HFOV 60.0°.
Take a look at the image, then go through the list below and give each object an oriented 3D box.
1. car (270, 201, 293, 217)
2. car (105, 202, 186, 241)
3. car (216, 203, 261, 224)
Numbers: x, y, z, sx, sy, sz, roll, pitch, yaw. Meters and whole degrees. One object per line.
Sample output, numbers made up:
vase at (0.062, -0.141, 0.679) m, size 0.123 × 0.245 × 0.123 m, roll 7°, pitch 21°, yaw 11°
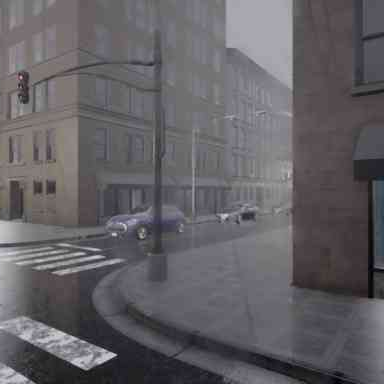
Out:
car at (9.729, 1.684, 34.450) m, size 2.128 × 1.511 × 4.902 m, roll 0°, pitch 0°, yaw 35°
car at (-2.335, 1.432, 17.538) m, size 2.097 × 1.767 × 4.553 m, roll 0°, pitch 0°, yaw 36°
car at (3.681, 1.629, 25.951) m, size 2.128 × 1.511 × 4.902 m, roll 0°, pitch 0°, yaw 36°
